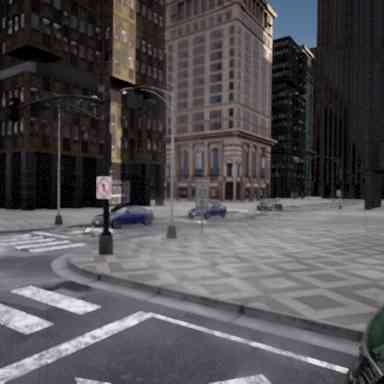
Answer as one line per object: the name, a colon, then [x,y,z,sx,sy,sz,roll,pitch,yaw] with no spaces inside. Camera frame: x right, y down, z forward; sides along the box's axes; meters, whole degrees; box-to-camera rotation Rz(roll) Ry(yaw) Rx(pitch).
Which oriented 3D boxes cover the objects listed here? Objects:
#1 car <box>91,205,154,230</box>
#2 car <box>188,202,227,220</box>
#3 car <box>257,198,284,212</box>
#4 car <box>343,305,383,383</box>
car: [-4.424,1.593,22.019,1.812,1.442,4.674,1,0,34]
car: [1.548,1.657,30.473,1.812,1.442,4.674,1,0,35]
car: [9.965,1.565,42.331,2.097,1.767,4.553,1,0,36]
car: [3.547,1.225,1.157,5.566,2.045,2.150,0,0,35]
